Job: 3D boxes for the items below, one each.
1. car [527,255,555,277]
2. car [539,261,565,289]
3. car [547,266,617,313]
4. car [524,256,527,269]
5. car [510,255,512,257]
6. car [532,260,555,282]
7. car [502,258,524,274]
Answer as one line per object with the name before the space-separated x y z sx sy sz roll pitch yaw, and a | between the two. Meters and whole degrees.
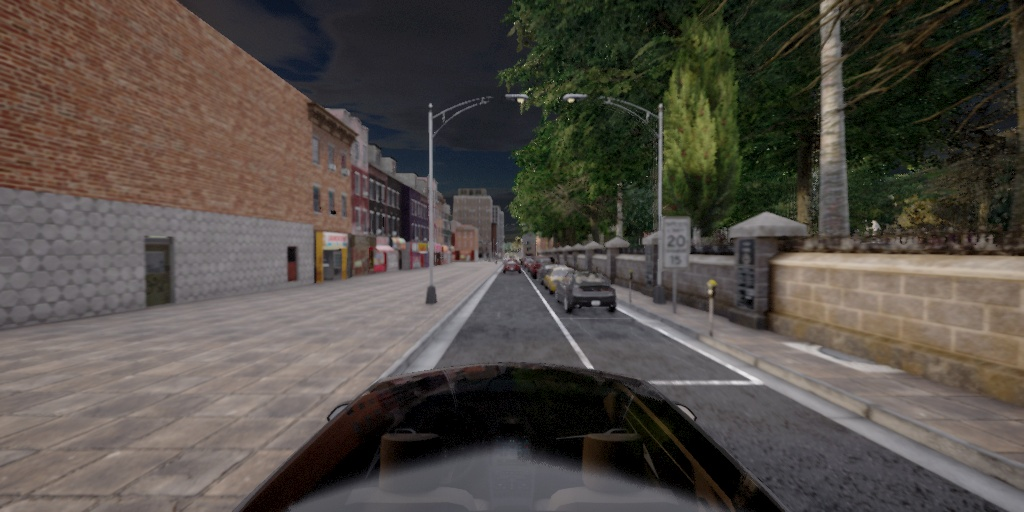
car | 2.633 0.910 29.800 2.192 1.841 5.009 0 0 0
car | 2.634 1.172 19.070 1.751 1.417 4.829 0 0 0
car | 2.635 1.228 13.451 2.007 1.370 4.403 0 0 0
car | 2.631 0.994 40.701 1.967 1.591 4.097 0 0 0
car | 0.016 1.002 50.492 1.882 1.535 5.008 0 0 0
car | 2.633 1.170 24.351 2.007 1.370 4.403 0 0 0
car | -0.005 1.090 38.005 1.812 1.442 4.674 0 0 0
